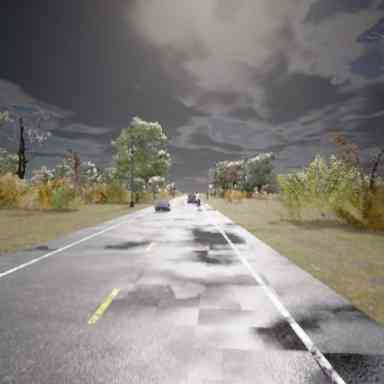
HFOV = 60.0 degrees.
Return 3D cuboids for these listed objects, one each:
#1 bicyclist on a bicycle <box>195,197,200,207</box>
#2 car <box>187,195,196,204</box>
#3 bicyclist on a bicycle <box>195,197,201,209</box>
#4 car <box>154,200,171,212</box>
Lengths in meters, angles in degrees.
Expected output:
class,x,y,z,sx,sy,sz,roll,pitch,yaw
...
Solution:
class,x,y,z,sx,sy,sz,roll,pitch,yaw
bicyclist on a bicycle,0.959,1.650,55.496,0.866,1.612,1.509,0,0,0
car,-0.018,1.851,71.712,1.895,1.301,4.718,0,0,0
bicyclist on a bicycle,0.951,1.629,44.550,0.582,1.620,1.656,0,-1,0
car,-3.603,1.715,42.094,2.033,1.411,5.357,0,0,0
